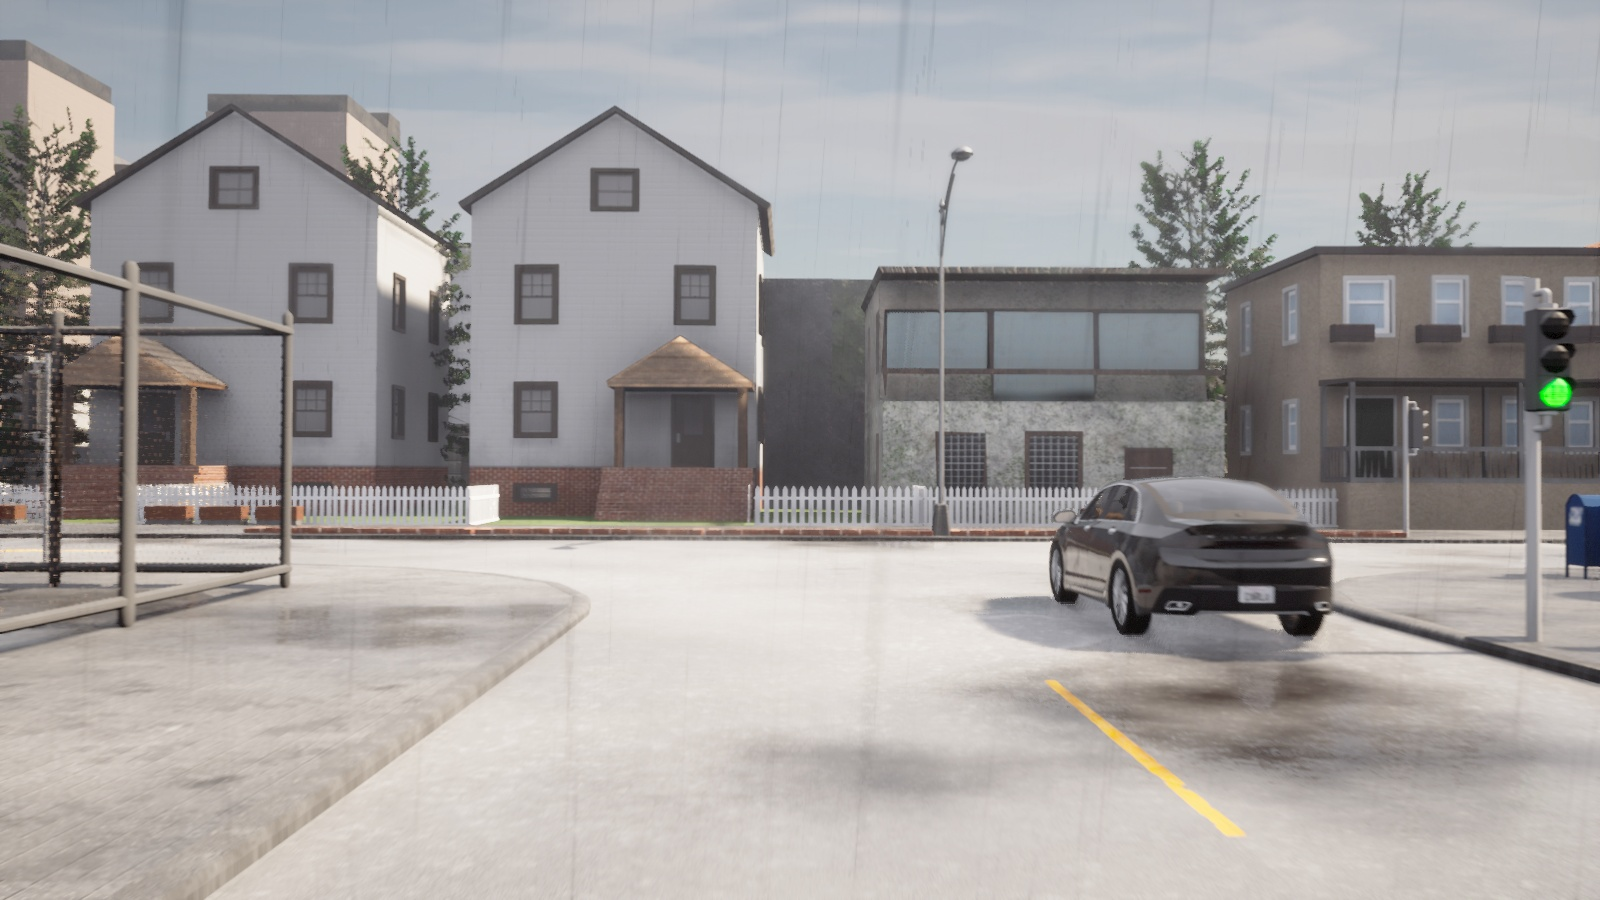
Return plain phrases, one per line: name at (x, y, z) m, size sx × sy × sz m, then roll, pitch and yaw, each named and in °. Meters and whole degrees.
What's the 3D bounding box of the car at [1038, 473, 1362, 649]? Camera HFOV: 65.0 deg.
car at (3.922, 1.003, 13.302) m, size 1.837 × 1.490 × 4.892 m, roll 0°, pitch -1°, yaw 0°
